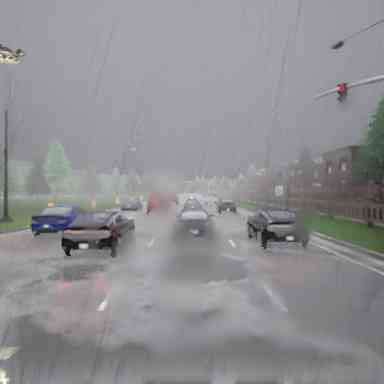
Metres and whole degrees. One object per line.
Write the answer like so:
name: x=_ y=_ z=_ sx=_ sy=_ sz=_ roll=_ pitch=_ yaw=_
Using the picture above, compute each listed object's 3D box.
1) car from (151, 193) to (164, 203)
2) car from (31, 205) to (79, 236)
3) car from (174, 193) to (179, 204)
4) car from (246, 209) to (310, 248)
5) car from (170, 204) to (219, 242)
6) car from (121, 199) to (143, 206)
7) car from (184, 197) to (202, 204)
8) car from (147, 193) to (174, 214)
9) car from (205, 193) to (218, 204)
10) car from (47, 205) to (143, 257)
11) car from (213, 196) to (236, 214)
car: x=-7.013 y=1.149 z=68.612 sx=2.150 sy=2.045 sz=5.566 roll=0 pitch=0 yaw=0
car: x=-6.904 y=1.457 z=18.218 sx=1.882 sy=1.535 sz=5.008 roll=0 pitch=0 yaw=0
car: x=-3.502 y=1.159 z=58.971 sx=2.150 sy=2.045 sz=5.566 roll=0 pitch=0 yaw=0
car: x=3.598 y=1.475 z=14.605 sx=2.128 sy=1.511 sz=4.902 roll=0 pitch=0 yaw=0
car: x=0.098 y=1.508 z=16.207 sx=1.812 sy=1.442 sz=4.674 roll=0 pitch=0 yaw=0
car: x=-6.909 y=1.521 z=38.533 sx=1.994 sy=1.385 sz=4.181 roll=0 pitch=0 yaw=0
car: x=0.093 y=1.524 z=36.076 sx=1.994 sy=1.385 sz=4.181 roll=0 pitch=0 yaw=0
car: x=-3.406 y=1.183 z=35.007 sx=2.150 sy=2.045 sz=5.566 roll=0 pitch=0 yaw=0
car: x=3.502 y=1.160 z=59.399 sx=2.150 sy=2.045 sz=5.566 roll=0 pitch=0 yaw=0
car: x=-3.402 y=1.477 z=12.870 sx=2.128 sy=1.511 sz=4.902 roll=0 pitch=0 yaw=0
car: x=3.594 y=1.466 z=35.415 sx=1.837 sy=1.490 sz=4.892 roll=0 pitch=0 yaw=0
